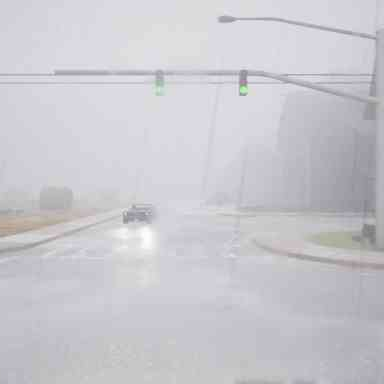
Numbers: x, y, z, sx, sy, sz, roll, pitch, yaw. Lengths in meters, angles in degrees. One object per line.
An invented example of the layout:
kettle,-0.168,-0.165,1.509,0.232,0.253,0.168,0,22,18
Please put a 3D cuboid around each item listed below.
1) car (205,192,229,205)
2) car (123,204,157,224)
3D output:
car,3.932,0.991,52.666,1.905,1.878,3.866,-8,4,-42
car,-3.685,1.522,24.048,1.895,1.301,4.718,0,0,0
